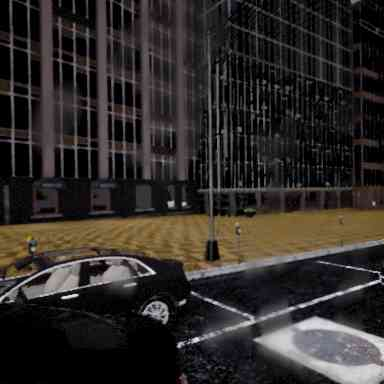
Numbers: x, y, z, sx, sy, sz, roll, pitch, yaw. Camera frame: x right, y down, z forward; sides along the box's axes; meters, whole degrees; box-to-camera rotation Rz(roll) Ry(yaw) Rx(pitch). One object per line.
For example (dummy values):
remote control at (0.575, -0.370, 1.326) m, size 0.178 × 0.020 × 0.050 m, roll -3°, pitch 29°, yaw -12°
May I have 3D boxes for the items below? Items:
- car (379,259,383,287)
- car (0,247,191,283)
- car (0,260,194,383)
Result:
car at (6.386, 1.564, 8.023) m, size 4.892 × 1.490 × 1.837 m, roll 0°, pitch -1°, yaw -36°
car at (-2.054, 1.591, 5.093) m, size 4.403 × 1.369 × 2.008 m, roll 0°, pitch -1°, yaw -36°
car at (-2.106, 1.542, 1.838) m, size 4.674 × 1.442 × 1.812 m, roll 0°, pitch -1°, yaw -36°
